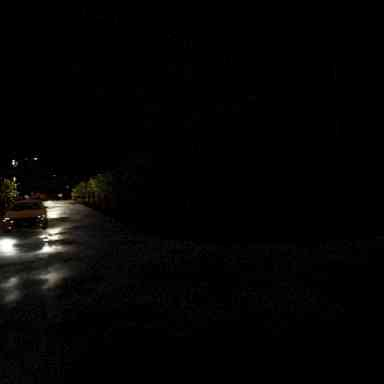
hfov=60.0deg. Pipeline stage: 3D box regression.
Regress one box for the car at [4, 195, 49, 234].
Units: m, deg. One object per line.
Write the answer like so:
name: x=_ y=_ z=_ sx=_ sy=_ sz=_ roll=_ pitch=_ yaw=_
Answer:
car: x=-8.772 y=1.178 z=17.761 sx=1.882 sy=1.535 sz=5.008 roll=-3 pitch=2 yaw=-24
